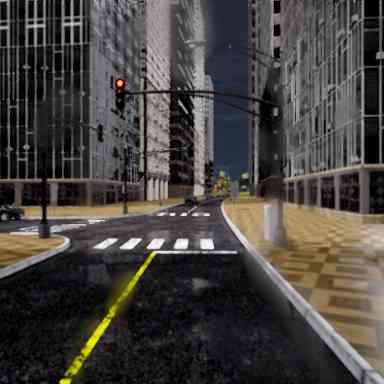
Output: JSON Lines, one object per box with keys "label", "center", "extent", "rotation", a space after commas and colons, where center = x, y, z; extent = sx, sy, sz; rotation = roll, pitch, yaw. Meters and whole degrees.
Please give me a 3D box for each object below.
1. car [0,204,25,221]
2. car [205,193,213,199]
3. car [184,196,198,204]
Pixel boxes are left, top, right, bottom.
{"label": "car", "center": [-16.565, 1.744, 28.482], "extent": [4.403, 1.369, 2.008], "rotation": [-1, 1, 10]}
{"label": "car", "center": [4.563, 1.031, 87.415], "extent": [2.128, 1.511, 4.902], "rotation": [0, 0, 9]}
{"label": "car", "center": [-0.124, 1.291, 55.204], "extent": [2.033, 1.411, 5.357], "rotation": [0, 1, 7]}
